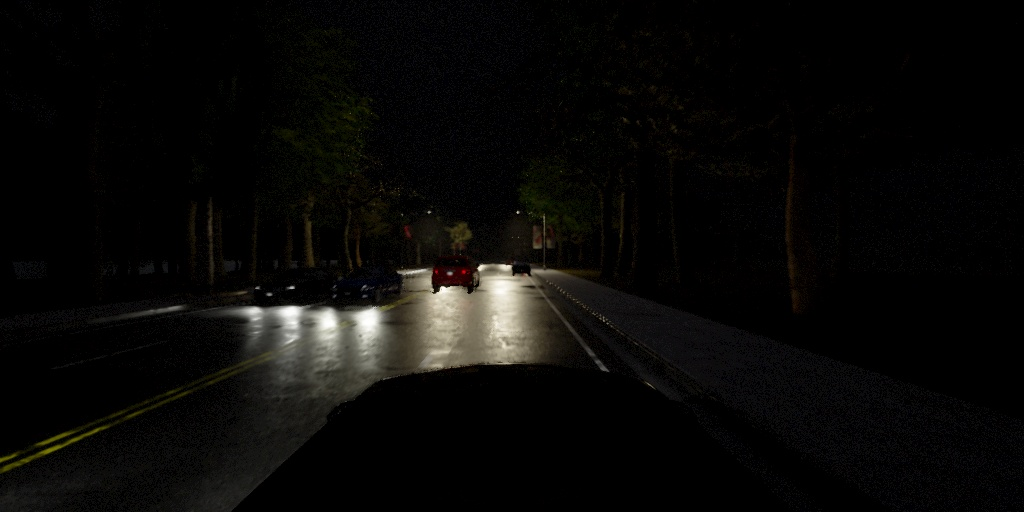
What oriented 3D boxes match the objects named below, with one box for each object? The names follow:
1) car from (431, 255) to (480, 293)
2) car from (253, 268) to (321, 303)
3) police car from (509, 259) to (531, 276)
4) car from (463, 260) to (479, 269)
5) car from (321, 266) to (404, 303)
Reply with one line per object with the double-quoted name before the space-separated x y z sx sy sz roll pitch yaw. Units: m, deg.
"car" -3.154 0.989 20.866 2.150 2.045 5.566 0 0 0
"car" -9.851 1.288 16.884 1.812 1.442 4.674 0 0 0
"police car" 0.942 1.232 37.572 1.930 1.638 5.238 0 0 0
"car" -6.692 1.384 59.412 2.128 1.511 4.902 0 0 0
"car" -6.601 1.239 16.874 1.882 1.535 5.008 0 0 0
